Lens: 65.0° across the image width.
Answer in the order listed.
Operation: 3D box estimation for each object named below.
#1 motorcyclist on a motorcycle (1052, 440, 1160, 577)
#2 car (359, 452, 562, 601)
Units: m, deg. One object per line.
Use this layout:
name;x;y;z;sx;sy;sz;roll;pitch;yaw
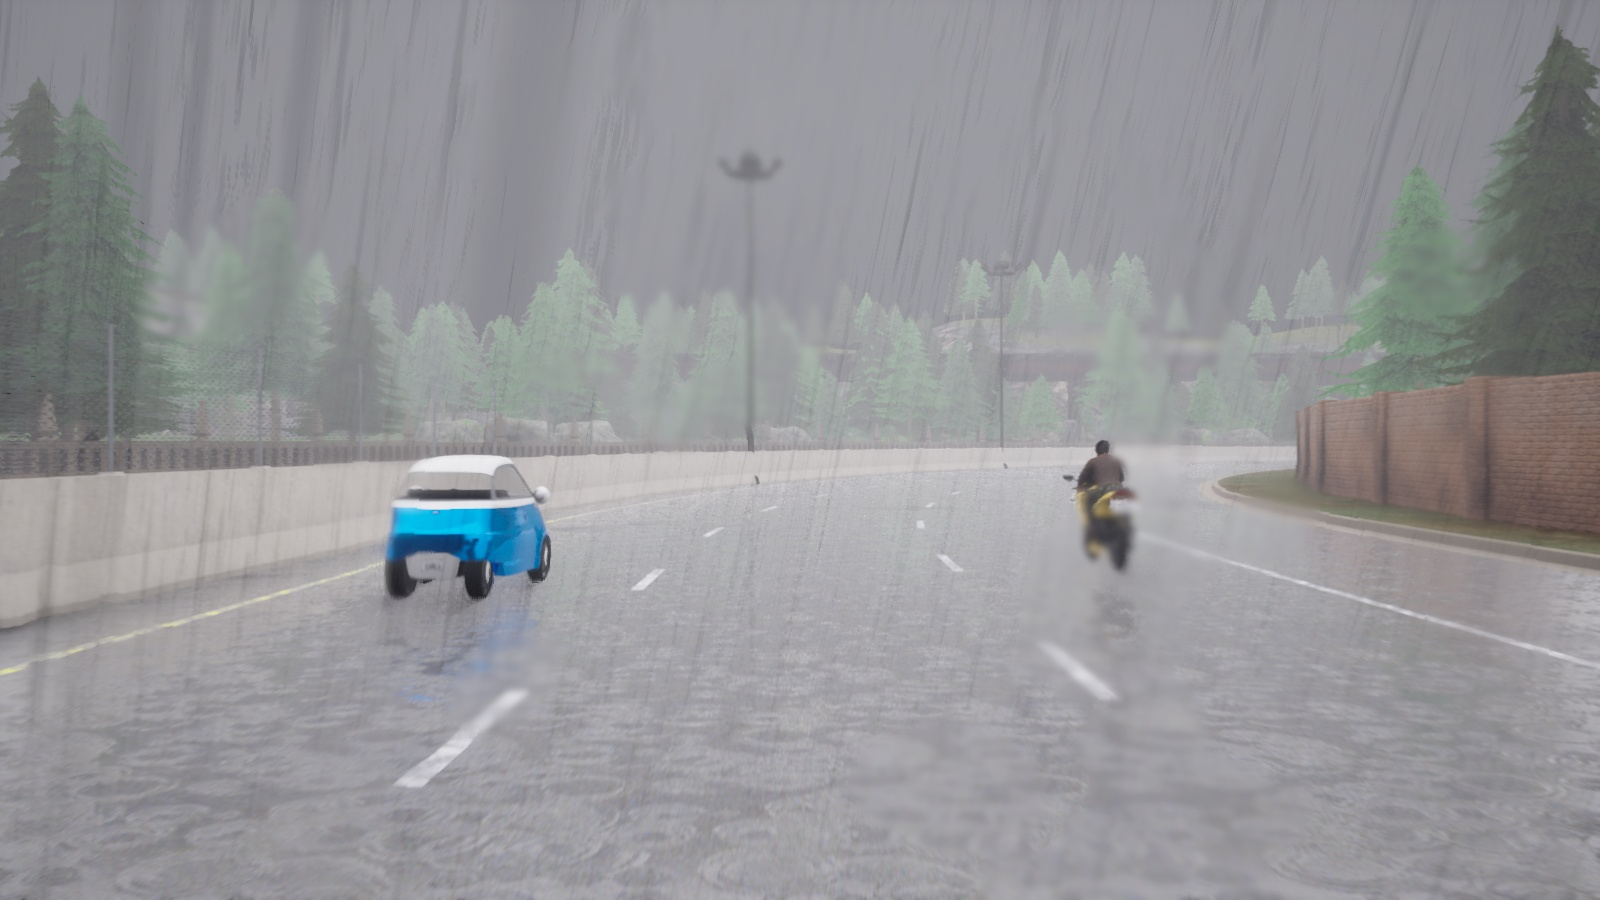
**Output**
motorcyclist on a motorcycle;3.610;0.647;14.998;0.797;1.523;2.044;0;0;1
car;-3.408;0.725;12.932;1.481;1.376;2.207;0;1;0
